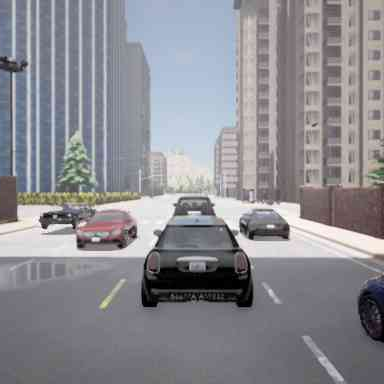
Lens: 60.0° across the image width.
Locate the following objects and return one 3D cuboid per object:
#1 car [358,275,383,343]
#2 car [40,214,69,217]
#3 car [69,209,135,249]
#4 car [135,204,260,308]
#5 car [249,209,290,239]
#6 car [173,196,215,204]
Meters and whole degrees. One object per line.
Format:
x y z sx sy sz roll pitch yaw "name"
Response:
3.598 1.521 3.472 1.812 1.442 4.674 0 0 0 "car"
-6.987 1.288 19.181 1.895 1.301 4.718 0 0 0 "car"
-3.537 1.507 14.635 1.812 1.442 4.674 0 0 1 "car"
0.100 1.342 8.062 2.097 1.767 4.553 0 0 0 "car"
3.603 1.541 17.145 1.994 1.385 4.181 0 0 0 "car"
0.113 1.200 18.298 2.150 2.045 5.566 0 0 0 "car"
